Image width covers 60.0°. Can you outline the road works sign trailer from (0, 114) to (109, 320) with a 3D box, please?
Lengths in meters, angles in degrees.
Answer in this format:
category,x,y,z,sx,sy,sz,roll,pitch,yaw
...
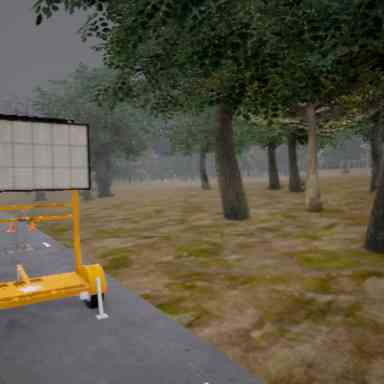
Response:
category,x,y,z,sx,sy,sz,roll,pitch,yaw
road works sign trailer,-3.166,0.390,6.269,2.380,3.560,2.880,-2,1,-33
